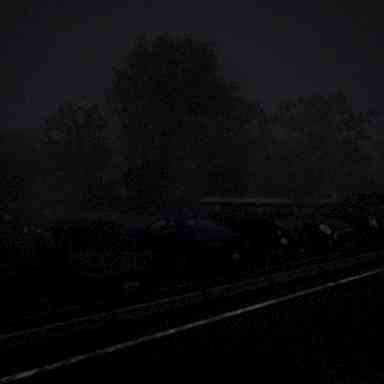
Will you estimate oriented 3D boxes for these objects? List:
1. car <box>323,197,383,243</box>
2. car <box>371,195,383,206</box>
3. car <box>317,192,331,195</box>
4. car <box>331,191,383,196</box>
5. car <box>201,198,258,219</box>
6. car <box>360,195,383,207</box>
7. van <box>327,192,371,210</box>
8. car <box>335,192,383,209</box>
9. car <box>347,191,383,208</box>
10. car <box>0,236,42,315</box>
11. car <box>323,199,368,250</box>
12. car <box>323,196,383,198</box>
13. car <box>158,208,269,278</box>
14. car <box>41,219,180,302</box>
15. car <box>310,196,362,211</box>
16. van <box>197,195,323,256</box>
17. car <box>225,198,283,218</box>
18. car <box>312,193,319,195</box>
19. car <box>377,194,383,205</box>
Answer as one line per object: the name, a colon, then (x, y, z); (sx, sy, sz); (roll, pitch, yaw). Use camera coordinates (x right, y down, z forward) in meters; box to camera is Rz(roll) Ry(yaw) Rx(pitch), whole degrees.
car: (6.524, 1.264, 15.122); (2.185, 1.767, 4.553); (0, 0, -36)
car: (28.023, 1.188, 46.570); (2.163, 1.488, 4.792); (-1, 0, -36)
car: (14.433, 1.026, 36.927); (2.435, 2.045, 5.566); (0, 0, -36)
car: (11.083, 1.105, 18.385); (2.435, 2.045, 5.566); (0, 0, -36)
car: (3.156, 1.361, 28.838); (2.231, 1.521, 4.892); (0, 0, -36)
car: (25.725, 1.212, 44.999); (2.163, 1.488, 4.792); (-1, 0, -36)
van: (18.897, 1.018, 40.226); (1.878, 1.987, 4.442); (0, 0, -36)
car: (21.207, 0.976, 41.769); (2.435, 2.045, 5.566); (0, 0, -36)
car: (23.499, 0.955, 43.337); (2.435, 2.045, 5.566); (-1, 0, -36)
car: (-4.879, 1.502, 6.974); (2.163, 1.488, 4.792); (0, 0, -36)
car: (4.207, 1.281, 13.543); (2.185, 1.767, 4.553); (0, 0, -36)
car: (8.805, 1.247, 16.753); (2.185, 1.767, 4.553); (0, 0, -36)
car: (-0.332, 1.439, 10.254); (2.097, 1.535, 5.008); (0, 0, -36)
car: (-2.598, 1.486, 8.604); (2.163, 1.488, 4.792); (0, 0, -36)
car: (16.601, 1.258, 38.670); (1.946, 1.575, 5.366); (0, 0, -36)
van: (2.012, 1.197, 11.792); (1.878, 1.987, 4.442); (0, 0, -36)
car: (5.526, 1.340, 30.297); (1.946, 1.575, 5.366); (0, 0, -36)
car: (9.915, 1.184, 33.700); (2.185, 1.767, 4.553); (0, 0, -36)
car: (30.153, 1.122, 48.356); (1.946, 1.575, 5.366); (-1, 0, -36)
